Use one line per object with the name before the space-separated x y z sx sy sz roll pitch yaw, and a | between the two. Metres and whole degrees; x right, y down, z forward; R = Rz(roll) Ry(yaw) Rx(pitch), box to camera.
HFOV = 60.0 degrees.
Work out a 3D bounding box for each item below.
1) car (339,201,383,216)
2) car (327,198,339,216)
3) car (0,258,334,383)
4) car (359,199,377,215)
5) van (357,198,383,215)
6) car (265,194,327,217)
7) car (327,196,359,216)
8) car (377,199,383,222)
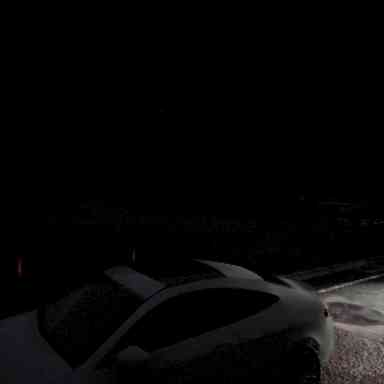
car | 20.930 1.964 40.379 1.946 1.575 5.366 3 -1 -34
car | 11.830 1.602 33.908 2.231 1.521 4.892 2 -1 -35
car | -0.456 1.510 3.413 4.674 1.442 1.812 0 0 -34
car | 18.734 1.865 38.878 1.946 1.575 5.366 2 -1 -34
van | 23.412 1.853 41.710 1.878 1.987 4.442 3 -1 -34
car | 9.653 1.279 32.375 2.435 2.045 5.566 2 -1 -35
car | 14.146 1.427 35.479 2.435 2.045 5.566 2 -1 -35
car | 14.803 1.419 21.096 2.185 1.767 4.553 2 -1 -35
